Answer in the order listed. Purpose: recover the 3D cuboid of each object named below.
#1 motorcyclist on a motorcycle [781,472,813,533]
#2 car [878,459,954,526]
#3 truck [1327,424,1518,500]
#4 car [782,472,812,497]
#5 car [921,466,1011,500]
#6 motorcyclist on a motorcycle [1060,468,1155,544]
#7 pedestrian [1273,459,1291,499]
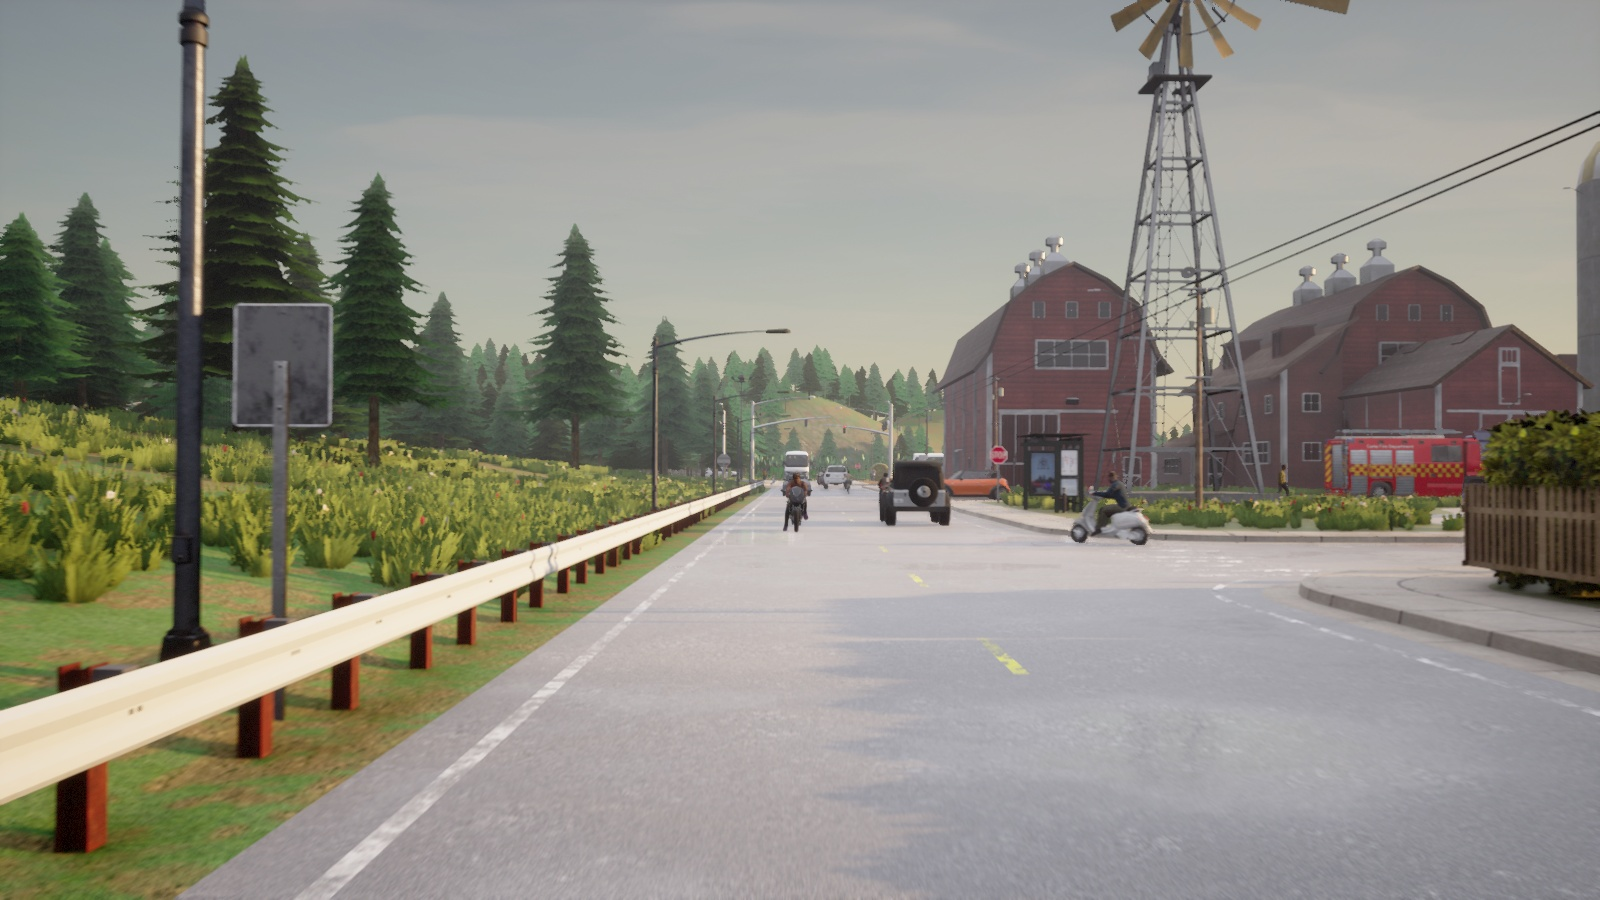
[{"bbox_3d":[-0.079,1.341,32.487,0.797,1.523,2.044,0,-1,0],"label":"motorcyclist on a motorcycle"},{"bbox_3d":[3.408,1.228,37.581,1.905,1.878,3.866,0,-1,0],"label":"car"},{"bbox_3d":[32.262,0.614,65.281,8.468,3.827,2.891,0,-1,-1],"label":"truck"},{"bbox_3d":[-0.190,2.144,78.519,1.816,1.474,4.193,0,-1,0],"label":"car"},{"bbox_3d":[8.965,1.780,68.245,4.553,1.767,2.097,0,-1,-2],"label":"car"},{"bbox_3d":[6.658,1.197,27.204,1.817,1.590,0.866,0,-3,32],"label":"motorcyclist on a motorcycle"},{"bbox_3d":[22.254,1.351,57.932,0.709,1.840,0.431,0,-1,13],"label":"pedestrian"}]
